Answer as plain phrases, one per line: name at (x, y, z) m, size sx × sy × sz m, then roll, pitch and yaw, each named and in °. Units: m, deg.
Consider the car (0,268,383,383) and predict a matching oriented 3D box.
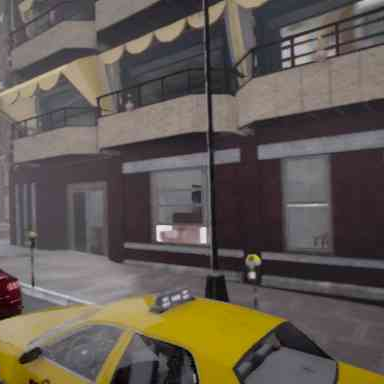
car at (-0.386, 1.548, 3.021) m, size 4.829 × 1.417 × 1.752 m, roll -1°, pitch -2°, yaw 36°
